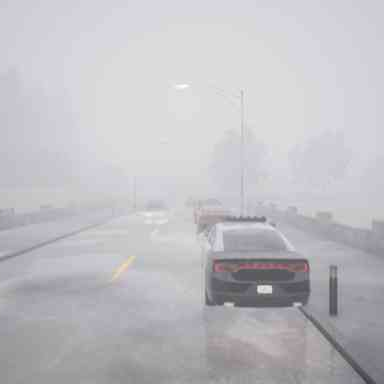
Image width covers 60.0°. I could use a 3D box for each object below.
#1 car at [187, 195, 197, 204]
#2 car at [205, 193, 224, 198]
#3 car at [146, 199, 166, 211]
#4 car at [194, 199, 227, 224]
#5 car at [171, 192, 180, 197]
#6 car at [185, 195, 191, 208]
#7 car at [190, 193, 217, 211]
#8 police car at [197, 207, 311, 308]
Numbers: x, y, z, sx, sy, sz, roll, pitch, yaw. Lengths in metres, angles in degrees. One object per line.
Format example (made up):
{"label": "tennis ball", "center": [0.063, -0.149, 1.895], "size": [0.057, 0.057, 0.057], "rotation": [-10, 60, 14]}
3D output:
{"label": "car", "center": [0.000, 1.230, 58.646], "size": [1.837, 1.490, 4.892], "rotation": [0, 0, 0]}
{"label": "car", "center": [6.310, 1.018, 93.403], "size": [5.357, 1.415, 2.033], "rotation": [0, 0, -40]}
{"label": "car", "center": [-4.097, 1.420, 38.444], "size": [1.895, 1.301, 4.718], "rotation": [0, 0, 0]}
{"label": "car", "center": [1.199, 1.393, 17.957], "size": [1.882, 1.535, 5.008], "rotation": [0, 0, 0]}
{"label": "car", "center": [-4.004, 0.599, 78.985], "size": [2.097, 1.767, 4.553], "rotation": [0, 0, 0]}
{"label": "car", "center": [0.012, 1.281, 44.784], "size": [2.128, 1.511, 4.902], "rotation": [0, 0, 1]}
{"label": "car", "center": [1.146, 1.188, 23.926], "size": [2.097, 1.767, 4.553], "rotation": [-3, 0, 0]}
{"label": "police car", "center": [1.200, 1.387, 8.067], "size": [1.930, 1.638, 5.238], "rotation": [0, 0, 0]}
